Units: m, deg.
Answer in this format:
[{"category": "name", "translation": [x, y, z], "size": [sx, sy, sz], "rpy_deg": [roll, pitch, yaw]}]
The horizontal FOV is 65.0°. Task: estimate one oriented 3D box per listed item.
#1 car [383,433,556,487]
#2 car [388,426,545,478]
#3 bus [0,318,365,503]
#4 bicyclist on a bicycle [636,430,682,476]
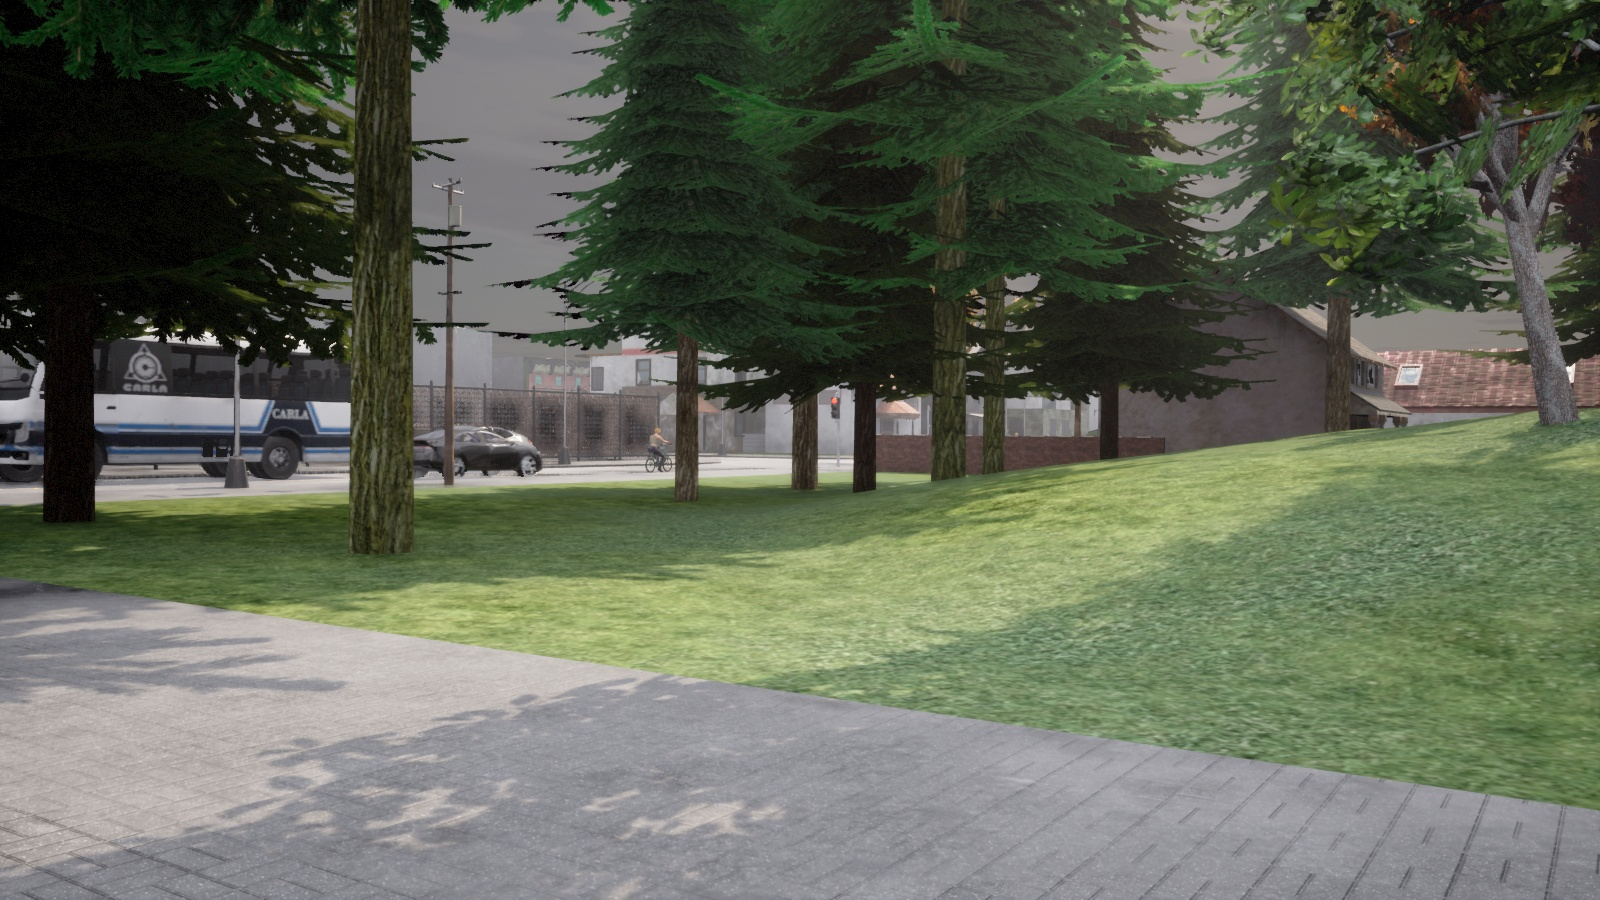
[{"category": "car", "translation": [-9.930, 0.257, 38.118], "size": [2.128, 1.511, 4.902], "rpy_deg": [0, 1, 34]}, {"category": "car", "translation": [-11.385, 0.024, 43.178], "size": [2.152, 1.651, 5.027], "rpy_deg": [0, 1, 34]}, {"category": "bus", "translation": [-17.400, -0.954, 34.184], "size": [3.944, 4.253, 10.273], "rpy_deg": [0, 0, 32]}, {"category": "bicyclist on a bicycle", "translation": [-5.094, 0.094, 45.400], "size": [0.866, 1.612, 1.509], "rpy_deg": [0, 1, 33]}]
